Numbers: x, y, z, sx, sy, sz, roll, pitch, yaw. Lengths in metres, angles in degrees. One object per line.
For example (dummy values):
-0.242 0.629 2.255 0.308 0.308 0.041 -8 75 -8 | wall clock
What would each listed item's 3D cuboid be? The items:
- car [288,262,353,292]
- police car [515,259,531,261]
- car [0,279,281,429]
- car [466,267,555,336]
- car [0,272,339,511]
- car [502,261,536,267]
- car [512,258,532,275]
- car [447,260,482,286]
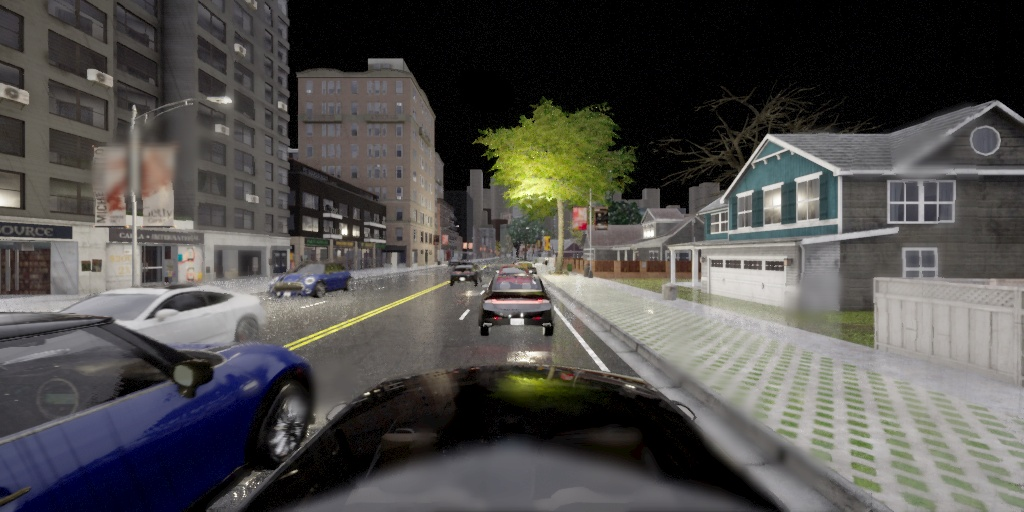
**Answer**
-9.831 1.095 17.927 2.097 1.767 4.553 0 0 0 | car
1.009 1.156 29.590 1.930 1.638 5.238 0 0 0 | police car
-6.593 1.275 6.471 1.812 1.442 4.674 0 0 0 | car
0.113 1.239 10.357 2.128 1.511 4.902 0 0 0 | car
-3.148 1.103 2.009 2.097 1.767 4.553 0 0 0 | car
0.122 1.219 19.860 1.882 1.535 5.008 0 0 0 | car
1.020 1.068 39.450 2.097 1.767 4.553 0 0 0 | car
-3.124 1.237 25.115 1.837 1.490 4.892 0 -1 0 | car
